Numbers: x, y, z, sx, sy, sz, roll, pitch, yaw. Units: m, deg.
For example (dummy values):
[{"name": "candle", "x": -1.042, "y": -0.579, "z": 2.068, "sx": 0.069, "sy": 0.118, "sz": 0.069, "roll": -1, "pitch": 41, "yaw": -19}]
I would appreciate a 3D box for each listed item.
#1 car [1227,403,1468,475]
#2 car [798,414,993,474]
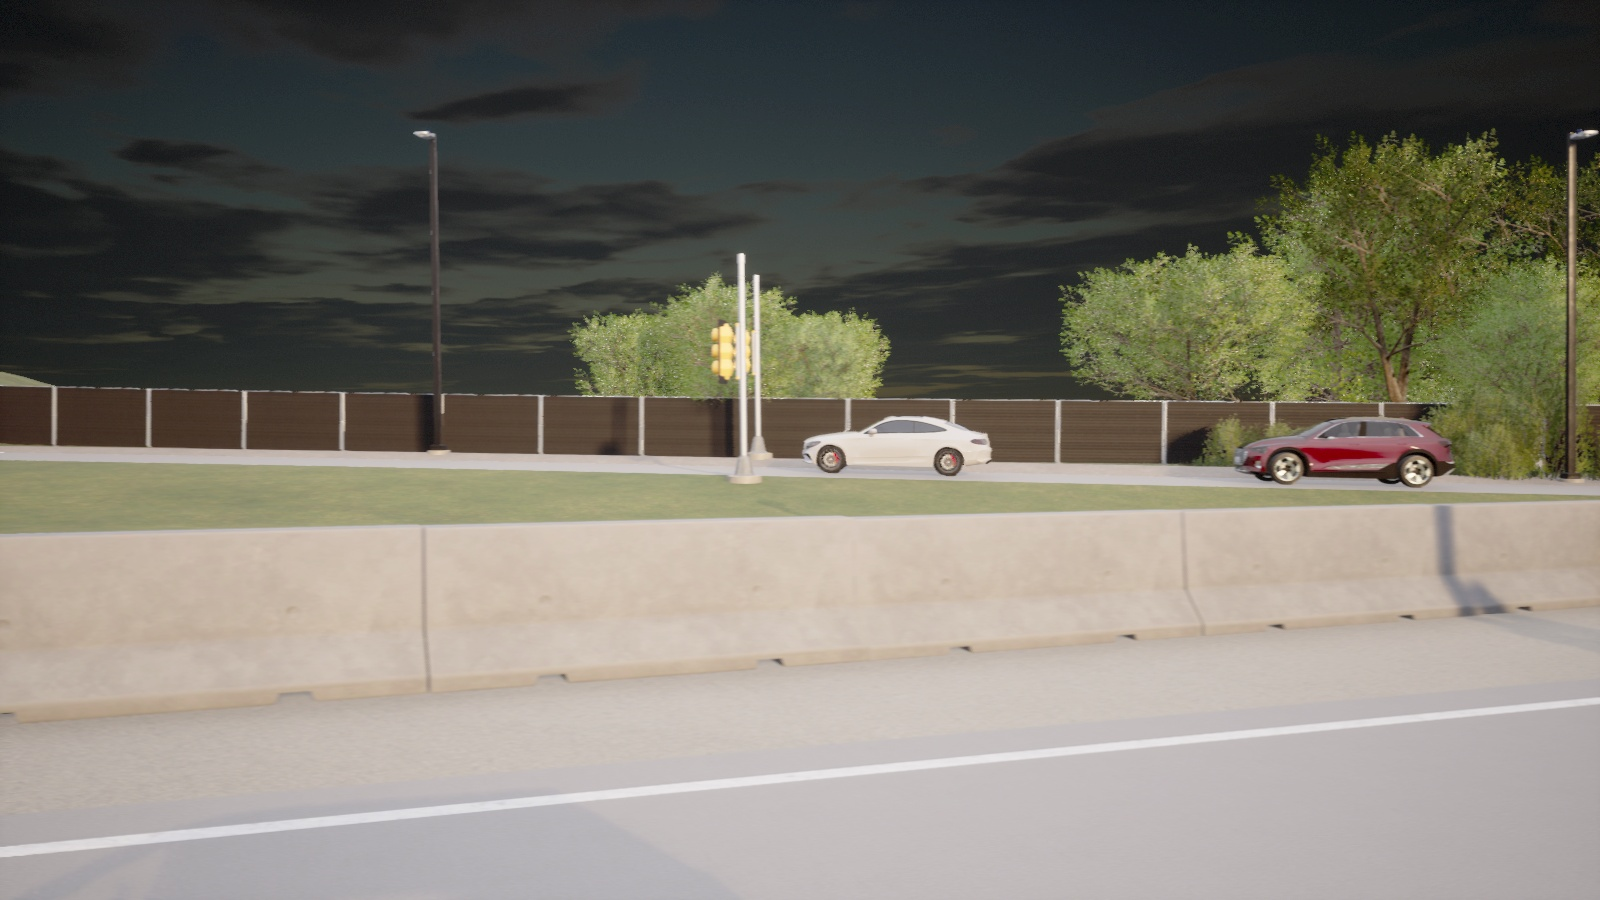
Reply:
[{"name": "car", "x": 12.962, "y": -0.275, "z": 30.009, "sx": 4.856, "sy": 1.649, "sz": 2.033, "roll": 0, "pitch": 2, "yaw": 6}, {"name": "car", "x": 2.381, "y": -0.180, "z": 31.138, "sx": 4.674, "sy": 1.442, "sz": 1.812, "roll": 0, "pitch": 2, "yaw": 6}]
